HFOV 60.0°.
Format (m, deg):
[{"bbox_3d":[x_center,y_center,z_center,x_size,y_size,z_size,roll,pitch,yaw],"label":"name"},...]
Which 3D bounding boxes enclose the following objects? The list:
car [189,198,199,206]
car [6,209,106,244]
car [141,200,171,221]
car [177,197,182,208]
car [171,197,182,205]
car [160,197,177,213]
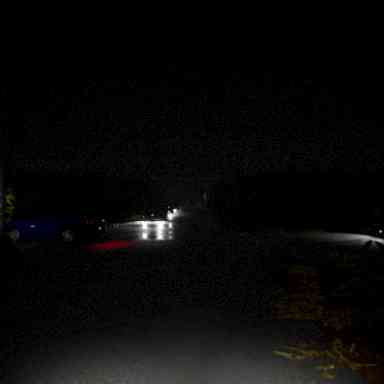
[{"bbox_3d":[0.333,2.063,69.692,2.128,1.511,4.902,0,0,0],"label":"car"},{"bbox_3d":[-6.667,1.585,16.123,5.008,1.535,1.882,-1,-2,16],"label":"car"},{"bbox_3d":[-3.096,1.643,28.083,1.994,1.385,4.181,0,0,0],"label":"car"},{"bbox_3d":[-3.022,1.665,48.739,2.128,1.511,4.902,0,-1,0],"label":"car"},{"bbox_3d":[-2.887,1.650,63.765,1.837,1.490,4.892,0,-1,0],"label":"car"},{"bbox_3d":[-3.067,1.578,38.283,1.837,1.490,4.892,0,0,0],"label":"car"}]
